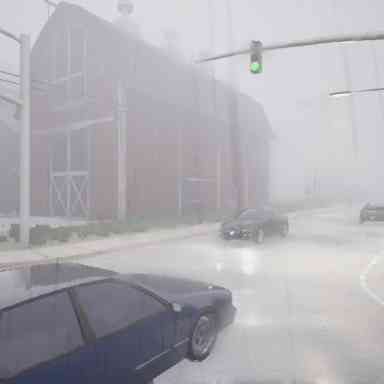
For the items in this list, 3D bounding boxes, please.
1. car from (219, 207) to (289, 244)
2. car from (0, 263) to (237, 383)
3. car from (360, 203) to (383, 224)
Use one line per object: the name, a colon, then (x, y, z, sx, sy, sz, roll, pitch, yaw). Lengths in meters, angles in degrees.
car: (3.120, 1.504, 16.038, 1.837, 1.490, 4.892, 0, 0, 36)
car: (-1.523, 1.556, 3.628, 2.033, 1.411, 5.357, 0, 0, 36)
car: (13.463, 1.509, 24.041, 2.128, 1.511, 4.902, 0, 0, 36)
